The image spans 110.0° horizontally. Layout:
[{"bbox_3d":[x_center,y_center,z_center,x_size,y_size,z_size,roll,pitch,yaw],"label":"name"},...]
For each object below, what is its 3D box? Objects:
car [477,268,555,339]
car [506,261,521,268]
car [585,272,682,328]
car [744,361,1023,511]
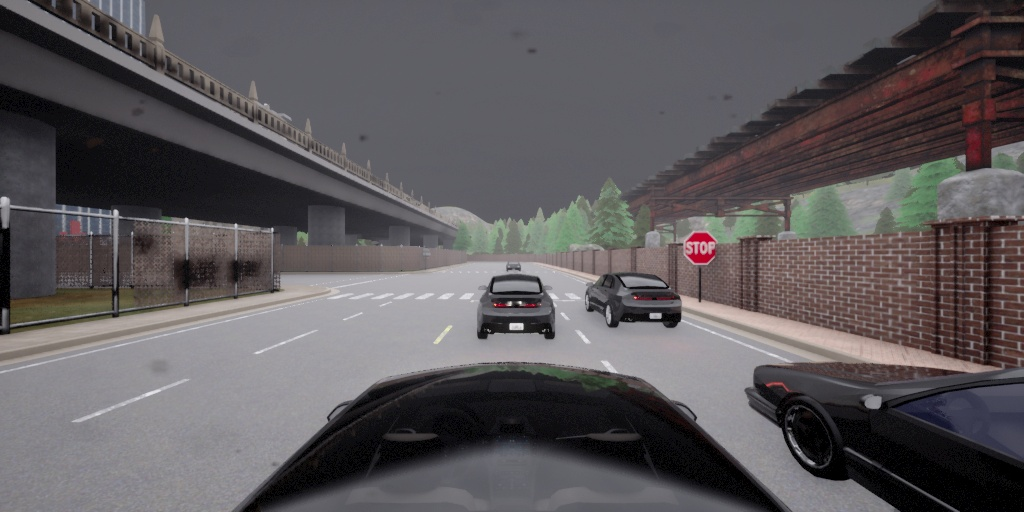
[{"bbox_3d":[0.099,1.255,10.034,1.837,1.490,4.892,0,0,0],"label":"car"},{"bbox_3d":[0.184,1.350,46.316,1.895,1.301,4.718,0,0,-1],"label":"car"},{"bbox_3d":[3.600,1.255,11.393,1.837,1.490,4.892,0,0,0],"label":"car"},{"bbox_3d":[3.600,1.297,1.647,2.033,1.411,5.357,0,0,0],"label":"car"}]
